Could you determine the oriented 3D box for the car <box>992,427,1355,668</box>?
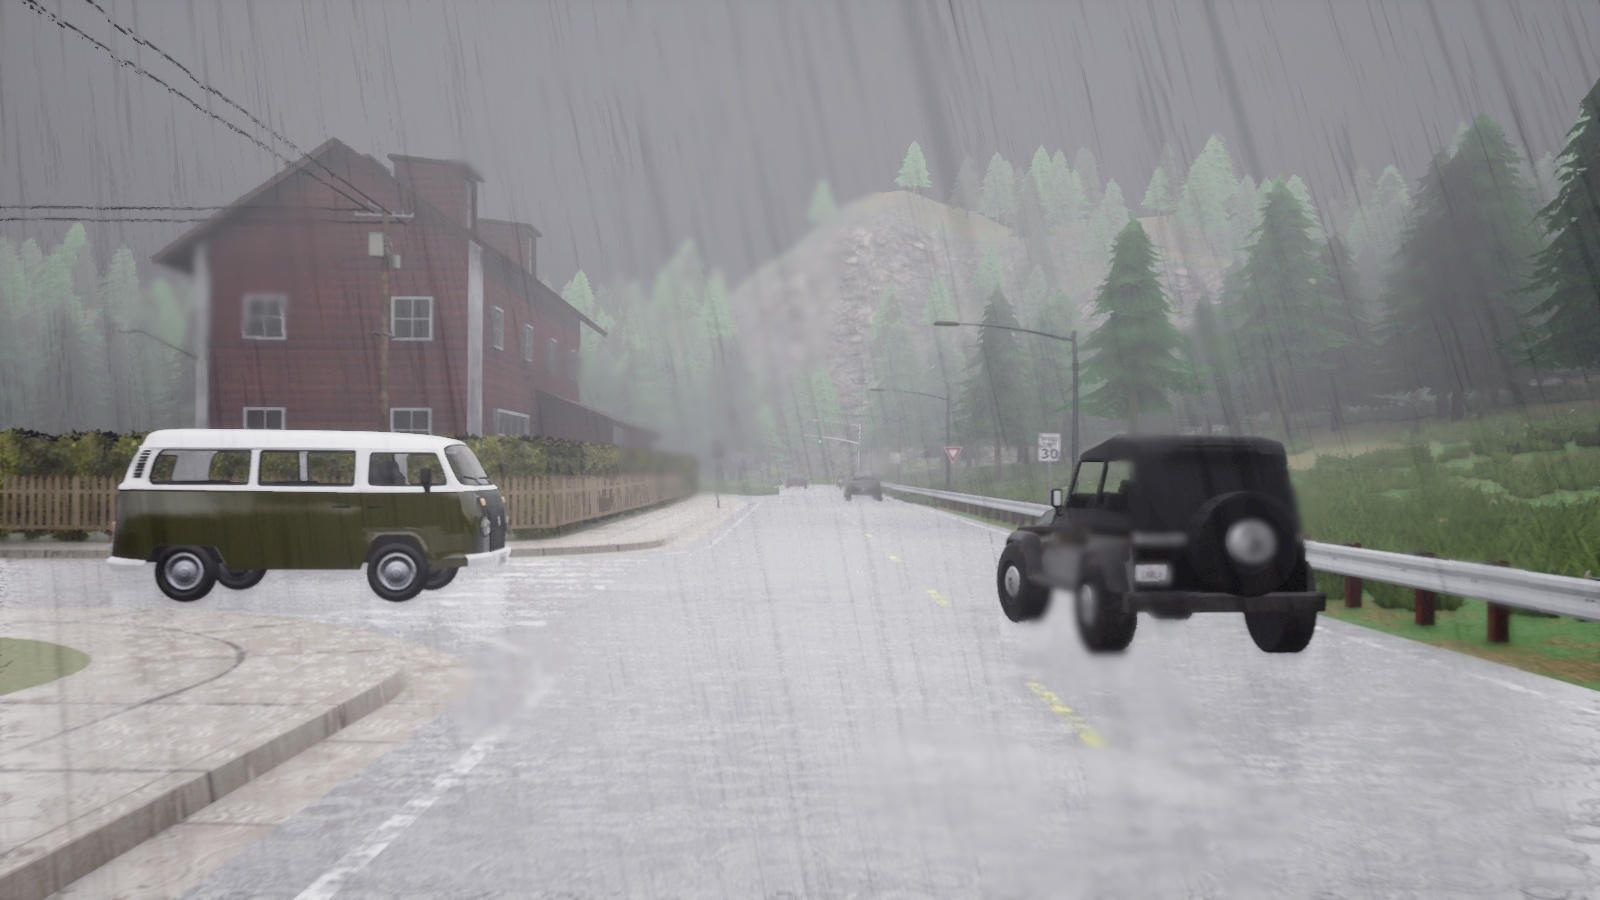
[{"bbox_3d":[3.262,0.793,11.859,1.905,1.878,3.866,0,-1,-7],"label":"car"}]

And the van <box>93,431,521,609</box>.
[{"bbox_3d":[-5.906,0.817,15.528,4.480,2.038,2.069,0,-1,-2],"label":"van"}]

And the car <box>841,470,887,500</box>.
[{"bbox_3d":[3.341,1.832,66.320,2.128,1.511,4.902,0,-1,0],"label":"car"}]
